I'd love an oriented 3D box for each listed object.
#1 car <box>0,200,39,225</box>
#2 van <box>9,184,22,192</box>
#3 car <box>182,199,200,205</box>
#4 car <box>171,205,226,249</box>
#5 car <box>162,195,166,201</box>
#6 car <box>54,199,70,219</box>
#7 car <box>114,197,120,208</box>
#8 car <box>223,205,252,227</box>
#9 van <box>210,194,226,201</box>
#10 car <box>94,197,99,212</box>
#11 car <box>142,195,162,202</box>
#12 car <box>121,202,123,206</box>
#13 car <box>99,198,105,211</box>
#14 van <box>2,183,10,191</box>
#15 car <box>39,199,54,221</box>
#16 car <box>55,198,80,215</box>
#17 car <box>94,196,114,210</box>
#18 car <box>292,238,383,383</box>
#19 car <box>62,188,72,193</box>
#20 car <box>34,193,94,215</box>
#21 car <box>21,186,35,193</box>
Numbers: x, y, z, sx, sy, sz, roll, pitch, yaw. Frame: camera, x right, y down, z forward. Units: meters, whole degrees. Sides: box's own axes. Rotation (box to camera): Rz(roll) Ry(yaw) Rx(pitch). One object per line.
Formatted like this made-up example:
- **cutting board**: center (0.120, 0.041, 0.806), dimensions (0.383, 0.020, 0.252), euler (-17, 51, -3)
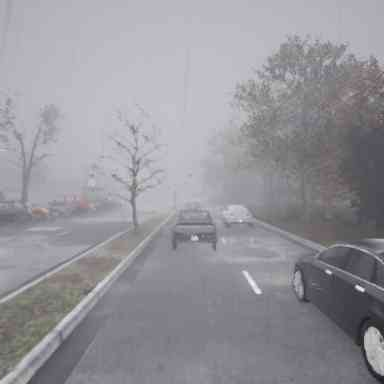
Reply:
- **car**: center (-13.775, 1.465, 23.797), dimensions (4.553, 1.767, 2.185), euler (-1, 0, -20)
- **van**: center (-43.159, -0.919, 82.584), dimensions (1.878, 1.987, 4.442), euler (7, -3, -19)
- **car**: center (0.101, 1.738, 34.485), dimensions (2.033, 1.411, 5.357), euler (0, -1, 0)
- **car**: center (0.099, 1.537, 14.840), dimensions (2.128, 1.511, 4.902), euler (0, 0, 0)
- **car**: center (-10.818, 1.984, 94.643), dimensions (5.366, 1.575, 1.946), euler (-1, -1, -15)
- **car**: center (-13.808, 1.641, 29.792), dimensions (4.892, 1.521, 2.231), euler (-1, -1, -20)
- **car**: center (-13.725, 1.560, 47.831), dimensions (5.566, 2.045, 2.435), euler (-1, -1, -20)
- **car**: center (3.099, 1.624, 23.605), dimensions (1.812, 1.442, 4.674), euler (0, 0, 0)
- **van**: center (7.265, 1.709, 94.252), dimensions (4.442, 1.987, 1.878), euler (1, 0, -14)
- **car**: center (-13.965, 1.723, 38.729), dimensions (5.366, 1.575, 1.946), euler (-1, 0, -20)
- **car**: center (-11.462, 2.003, 91.650), dimensions (4.792, 1.488, 2.163), euler (-1, 0, -15)
- **car**: center (-13.635, 1.745, 53.844), dimensions (4.553, 1.767, 2.185), euler (-1, 0, -19)
- **car**: center (-13.776, 1.793, 41.796), dimensions (4.674, 1.452, 2.002), euler (-1, 0, -20)
- **van**: center (-46.175, -1.192, 82.615), dimensions (1.878, 1.987, 4.442), euler (7, -3, -19)
- **car**: center (-13.836, 1.489, 26.783), dimensions (4.553, 1.767, 2.185), euler (-1, -1, -20)
- **car**: center (-13.824, 1.696, 32.776), dimensions (4.792, 1.488, 2.163), euler (-1, 0, -20)
- **car**: center (-13.797, 1.531, 44.795), dimensions (5.566, 2.045, 2.435), euler (-1, 0, -20)
- **car**: center (3.100, 1.516, 5.368), dimensions (1.837, 1.490, 4.892), euler (0, 0, 0)
- **car**: center (-31.175, 0.146, 82.588), dimensions (2.435, 2.045, 5.566), euler (6, -3, -19)
- **car**: center (-13.825, 1.444, 35.782), dimensions (5.566, 2.045, 2.435), euler (-1, 0, -20)
- **car**: center (-40.213, -0.420, 82.641), dimensions (2.231, 1.521, 4.892), euler (6, -3, -19)
